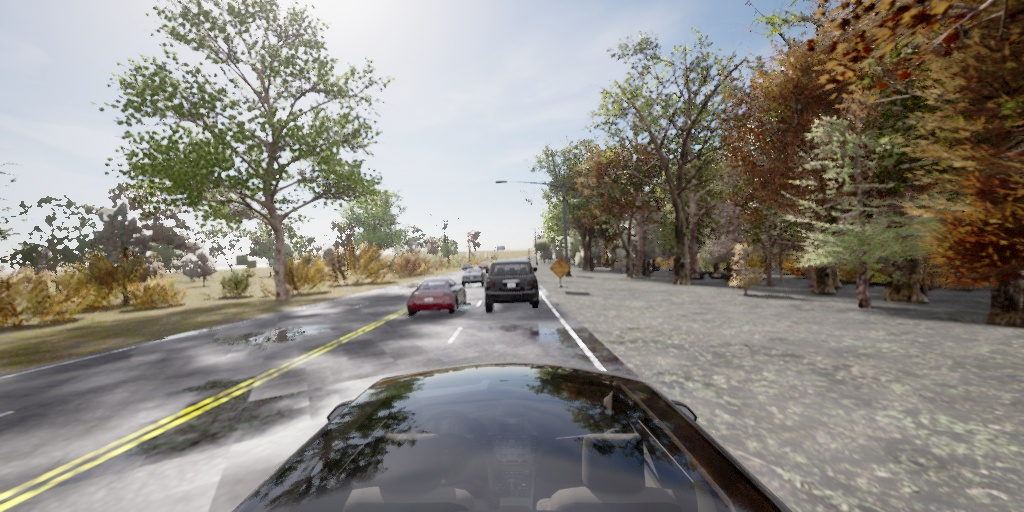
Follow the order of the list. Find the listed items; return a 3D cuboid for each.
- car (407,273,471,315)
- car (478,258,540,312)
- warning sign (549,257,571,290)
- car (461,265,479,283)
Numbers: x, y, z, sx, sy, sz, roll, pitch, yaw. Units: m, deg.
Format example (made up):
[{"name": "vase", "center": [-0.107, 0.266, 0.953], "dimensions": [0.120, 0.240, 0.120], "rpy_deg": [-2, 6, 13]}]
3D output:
[{"name": "car", "center": [-3.256, 1.697, 16.093], "dimensions": [1.994, 1.385, 4.181], "rpy_deg": [-3, 0, 1]}, {"name": "car", "center": [-0.011, 1.131, 15.849], "dimensions": [2.150, 2.045, 5.566], "rpy_deg": [-2, 1, 0]}, {"name": "warning sign", "center": [2.875, 0.987, 21.033], "dimensions": [1.300, 1.860, 1.060], "rpy_deg": [0, 0, 0]}, {"name": "car", "center": [-3.193, 1.797, 30.798], "dimensions": [2.033, 1.411, 5.357], "rpy_deg": [-3, 0, 0]}]
